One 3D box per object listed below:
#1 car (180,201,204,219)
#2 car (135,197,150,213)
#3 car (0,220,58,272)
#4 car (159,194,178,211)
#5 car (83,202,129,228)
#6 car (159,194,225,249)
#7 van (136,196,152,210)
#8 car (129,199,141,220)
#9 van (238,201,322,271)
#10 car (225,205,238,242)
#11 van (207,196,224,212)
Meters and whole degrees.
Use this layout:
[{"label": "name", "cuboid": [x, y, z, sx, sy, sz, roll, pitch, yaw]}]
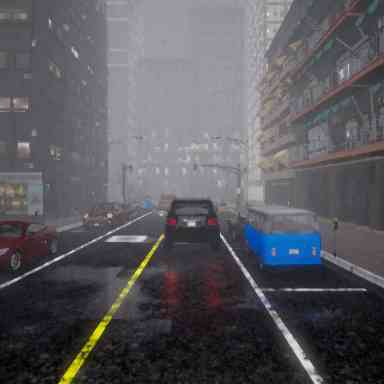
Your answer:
[{"label": "car", "cuboid": [0.000, 1.567, 29.653, 1.994, 1.385, 4.181, 0, 0, 0]}, {"label": "car", "cuboid": [-5.701, 1.544, 33.034, 2.008, 1.369, 4.403, -1, 0, 0]}, {"label": "car", "cuboid": [-5.700, 1.578, 10.626, 1.802, 1.307, 4.206, -1, 0, 0]}, {"label": "car", "cuboid": [-3.000, 1.333, 43.255, 2.150, 2.045, 5.566, 0, 0, 0]}, {"label": "car", "cuboid": [-5.702, 1.434, 21.830, 1.967, 1.590, 4.097, -1, 0, 0]}, {"label": "car", "cuboid": [0.000, 1.254, 14.680, 2.150, 2.045, 5.566, 0, 0, 0]}, {"label": "van", "cuboid": [-5.703, 1.334, 38.636, 1.690, 1.788, 3.998, -1, 0, 0]}, {"label": "car", "cuboid": [-5.700, 1.560, 27.431, 1.947, 1.339, 4.313, -1, 0, 0]}, {"label": "van", "cuboid": [2.677, 1.337, 10.597, 1.690, 1.788, 3.998, -1, 0, 0]}, {"label": "car", "cuboid": [2.680, 1.546, 16.200, 2.008, 1.369, 4.403, -1, 0, 0]}, {"label": "van", "cuboid": [2.677, 1.334, 38.607, 1.690, 1.788, 3.998, -1, 0, 0]}]
